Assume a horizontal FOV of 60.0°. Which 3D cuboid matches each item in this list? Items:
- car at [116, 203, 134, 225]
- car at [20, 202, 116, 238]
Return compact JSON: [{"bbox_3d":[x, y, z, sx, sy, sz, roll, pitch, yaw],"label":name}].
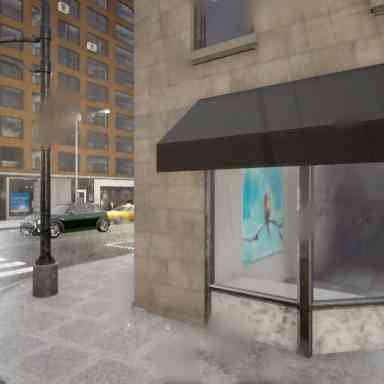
[{"bbox_3d":[-4.871,1.548,24.673,1.752,1.417,4.829,0,0,36],"label":"car"},{"bbox_3d":[-6.674,1.366,17.848,2.097,1.767,4.553,0,0,36],"label":"car"}]
